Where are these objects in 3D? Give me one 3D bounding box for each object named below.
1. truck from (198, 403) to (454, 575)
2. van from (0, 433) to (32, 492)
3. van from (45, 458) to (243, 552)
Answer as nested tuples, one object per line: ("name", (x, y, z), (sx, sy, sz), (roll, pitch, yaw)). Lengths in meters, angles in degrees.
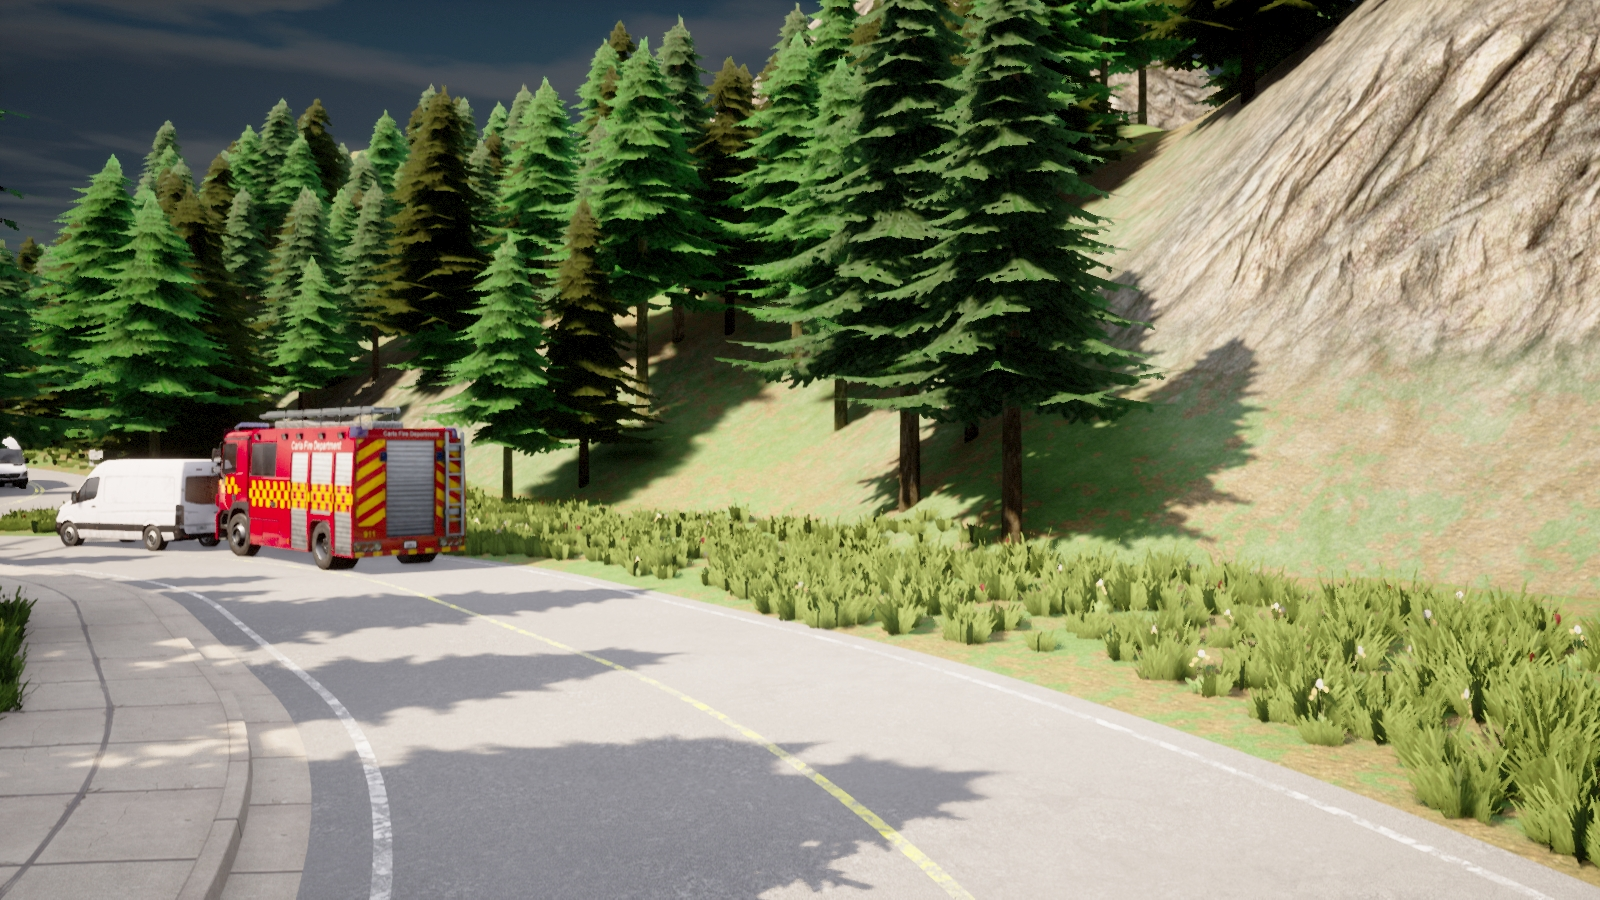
("truck", (-12.411, 0.880, 29.406), (8.468, 3.827, 2.891), (0, 0, 43))
("van", (-42.156, 0.599, 59.855), (5.915, 2.561, 1.988), (7, 5, 44))
("van", (-19.222, 1.525, 33.432), (5.915, 2.561, 1.988), (0, 0, 25))
